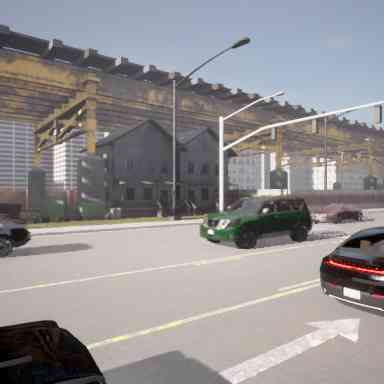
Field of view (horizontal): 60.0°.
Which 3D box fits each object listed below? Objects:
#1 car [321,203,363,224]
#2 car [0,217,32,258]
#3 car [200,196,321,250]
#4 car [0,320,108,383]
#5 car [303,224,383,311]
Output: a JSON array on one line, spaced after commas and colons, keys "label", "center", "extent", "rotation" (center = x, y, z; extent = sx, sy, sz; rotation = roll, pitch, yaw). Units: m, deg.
[{"label": "car", "center": [10.803, 1.525, 24.534], "extent": [4.674, 1.442, 1.812], "rotation": [0, 0, -36]}, {"label": "car", "center": [-8.077, 1.491, 11.129], "extent": [4.902, 1.511, 2.128], "rotation": [0, 0, -35]}, {"label": "car", "center": [2.989, 1.221, 14.701], "extent": [5.566, 2.045, 2.150], "rotation": [0, 0, -35]}, {"label": "car", "center": [-2.791, 1.601, 1.758], "extent": [4.718, 1.301, 1.895], "rotation": [0, 0, -35]}, {"label": "car", "center": [4.741, 1.505, 7.147], "extent": [4.892, 1.490, 1.837], "rotation": [0, 0, -35]}]
